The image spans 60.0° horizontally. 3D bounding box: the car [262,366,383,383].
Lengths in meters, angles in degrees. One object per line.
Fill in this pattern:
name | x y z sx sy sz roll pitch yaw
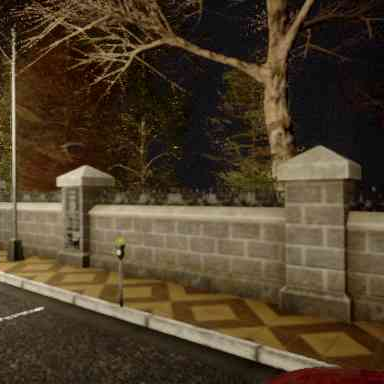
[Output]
car | 2.135 1.577 1.360 4.206 1.307 1.802 0 -1 35
